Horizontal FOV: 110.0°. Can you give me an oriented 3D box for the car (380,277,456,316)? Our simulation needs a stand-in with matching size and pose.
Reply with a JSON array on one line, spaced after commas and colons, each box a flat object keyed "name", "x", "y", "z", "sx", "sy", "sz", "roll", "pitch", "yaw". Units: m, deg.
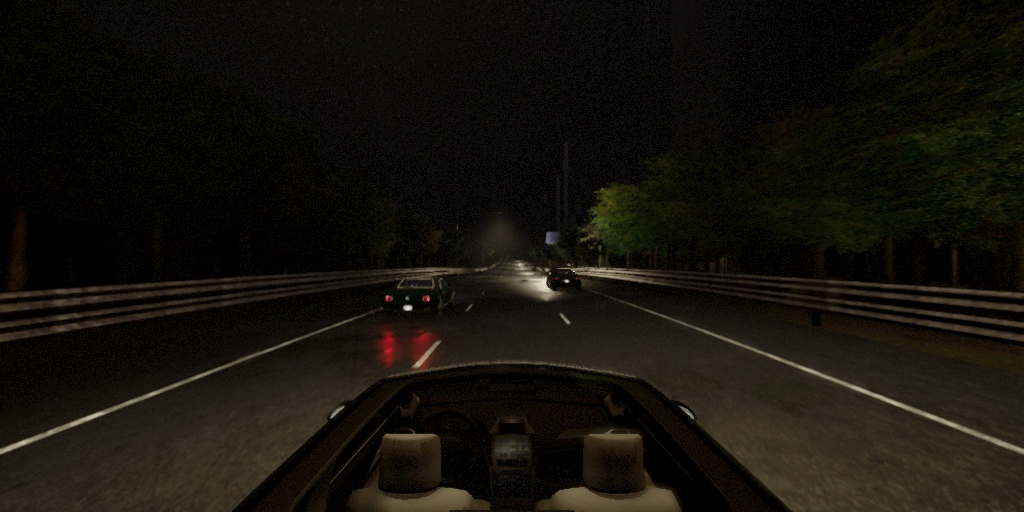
[{"name": "car", "x": -3.404, "y": 1.461, "z": 13.971, "sx": 1.895, "sy": 1.301, "sz": 4.718, "roll": 0, "pitch": -1, "yaw": 0}]

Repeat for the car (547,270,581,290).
[{"name": "car", "x": 3.595, "y": 1.642, "z": 25.482, "sx": 1.994, "sy": 1.385, "sz": 4.181, "roll": 0, "pitch": -1, "yaw": 0}]
